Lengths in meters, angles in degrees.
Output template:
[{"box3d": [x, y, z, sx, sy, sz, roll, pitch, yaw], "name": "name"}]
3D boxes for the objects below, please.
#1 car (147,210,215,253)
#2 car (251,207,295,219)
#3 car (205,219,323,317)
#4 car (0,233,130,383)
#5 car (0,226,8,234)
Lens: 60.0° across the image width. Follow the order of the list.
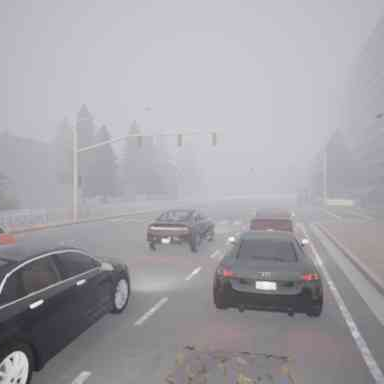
[{"box3d": [-0.296, 1.479, 13.836, 2.128, 1.511, 4.902, 0, 0, 15], "name": "car"}, {"box3d": [3.968, 1.462, 16.263, 1.882, 1.535, 5.008, 0, 0, 17], "name": "car"}, {"box3d": [1.718, 1.557, 7.599, 1.994, 1.385, 4.181, 0, 0, 13], "name": "car"}, {"box3d": [-2.449, 1.501, 4.864, 1.837, 1.490, 4.892, 0, 0, 10], "name": "car"}, {"box3d": [-5.908, 1.346, 6.942, 2.097, 1.767, 4.553, 0, 0, 12], "name": "car"}]
